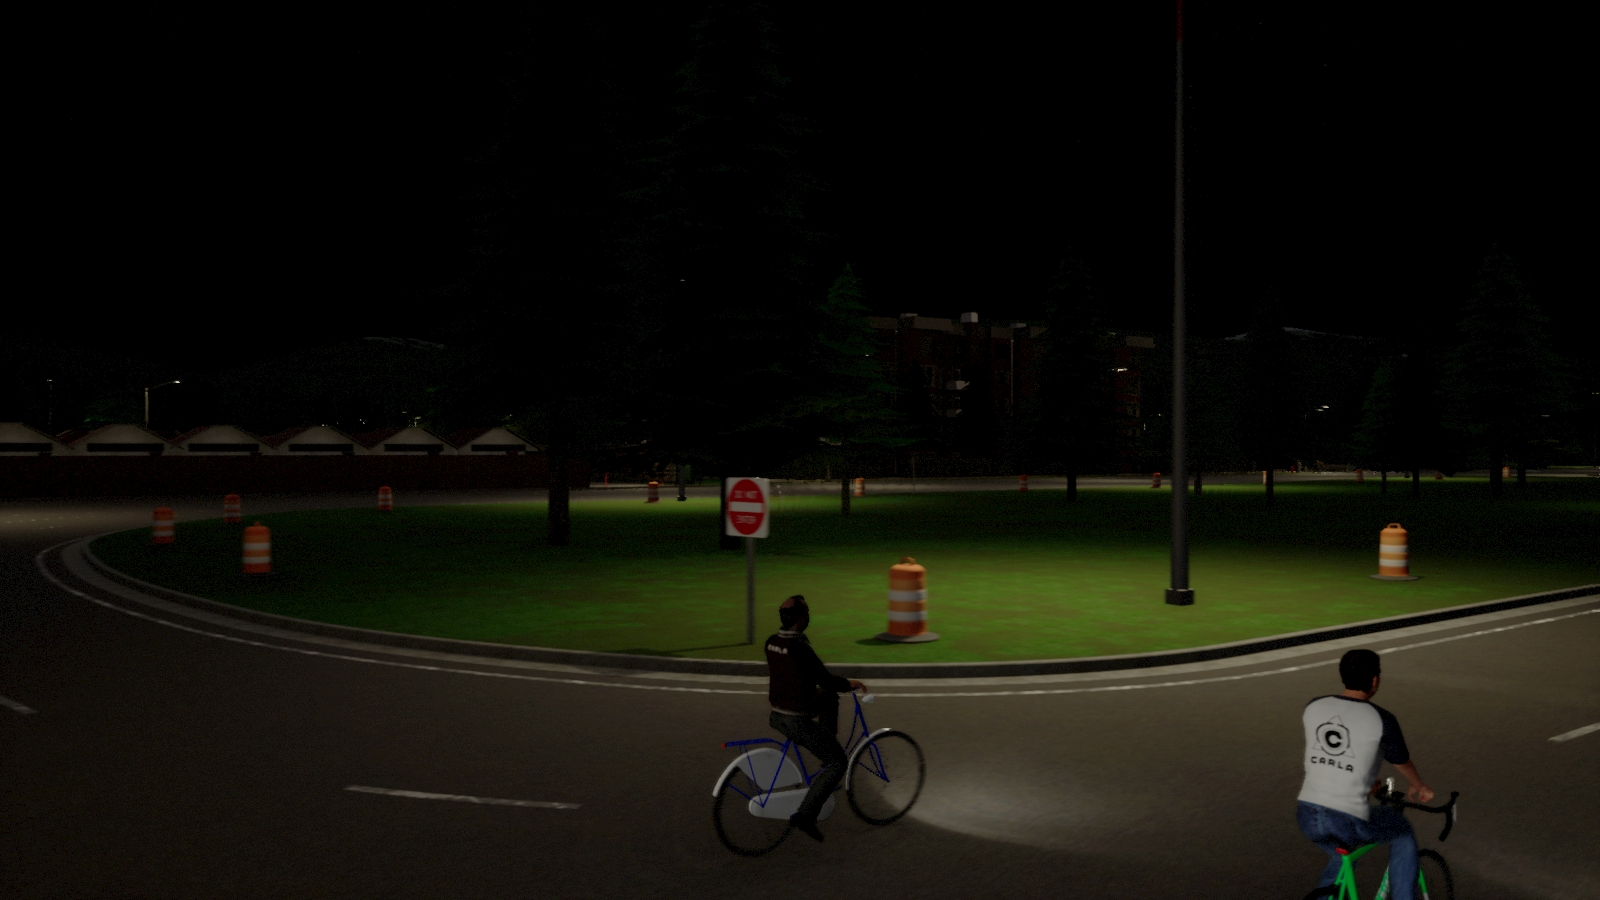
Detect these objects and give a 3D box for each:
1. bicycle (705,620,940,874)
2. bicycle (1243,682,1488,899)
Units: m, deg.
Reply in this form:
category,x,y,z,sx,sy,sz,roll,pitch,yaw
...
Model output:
category,x,y,z,sx,sy,sz,roll,pitch,yaw
bicycle,0.200,2.060,8.207,1.835,1.471,0.329,0,0,-35
bicycle,2.919,2.056,5.830,1.643,1.496,0.373,0,0,-35
